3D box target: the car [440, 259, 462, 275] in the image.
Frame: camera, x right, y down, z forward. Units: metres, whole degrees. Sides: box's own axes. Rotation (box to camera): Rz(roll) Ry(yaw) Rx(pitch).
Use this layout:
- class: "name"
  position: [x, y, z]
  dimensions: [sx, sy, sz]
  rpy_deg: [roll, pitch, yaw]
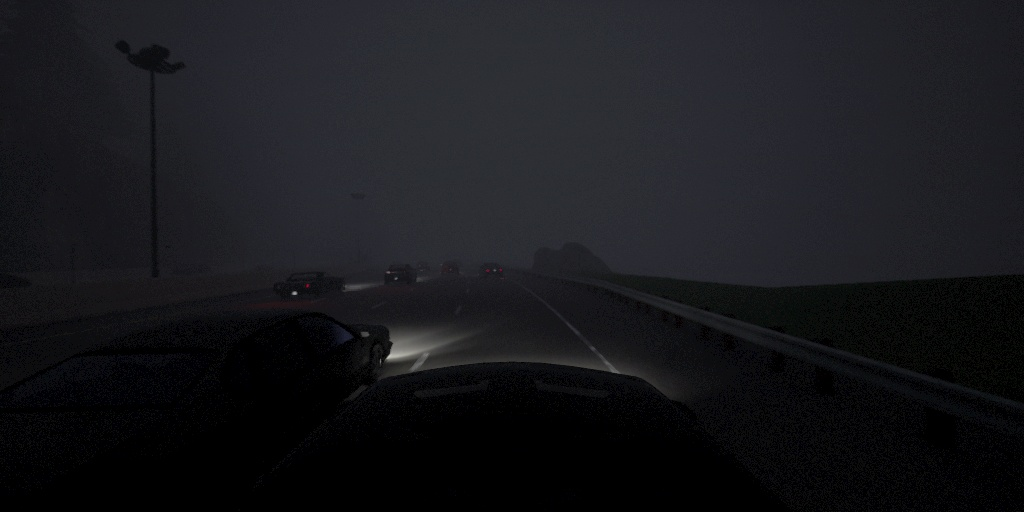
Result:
- class: "car"
  position: [-7.228, 1.332, 41.535]
  dimensions: [1.882, 1.535, 5.008]
  rpy_deg: [0, 0, -12]

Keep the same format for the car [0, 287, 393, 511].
- class: "car"
  position: [-2.980, 1.337, 4.037]
  dimensions: [2.033, 1.411, 5.357]
  rpy_deg: [-1, 0, -2]

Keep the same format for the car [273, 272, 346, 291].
- class: "car"
  position: [-10.713, 1.496, 19.446]
  dimensions: [1.895, 1.301, 4.718]
  rpy_deg: [-1, 0, -6]

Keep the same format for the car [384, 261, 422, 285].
- class: "car"
  position: [-8.418, 1.359, 27.344]
  dimensions: [2.128, 1.511, 4.902]
  rpy_deg: [-1, 0, -8]

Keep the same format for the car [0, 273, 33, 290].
- class: "car"
  position: [-28.902, 1.640, 18.913]
  dimensions: [1.837, 1.490, 4.892]
  rpy_deg: [-1, 0, -5]

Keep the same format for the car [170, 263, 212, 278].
- class: "car"
  position: [-35.767, 1.536, 40.129]
  dimensions: [1.837, 1.490, 4.892]
  rpy_deg: [-1, 0, -13]

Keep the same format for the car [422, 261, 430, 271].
- class: "car"
  position: [-13.435, 1.487, 53.935]
  dimensions: [2.033, 1.411, 5.357]
  rpy_deg: [-1, 0, -18]

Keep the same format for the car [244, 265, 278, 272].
- class: "car"
  position: [-28.852, 1.740, 41.269]
  dimensions: [1.895, 1.301, 4.718]
  rpy_deg: [-1, 0, -13]

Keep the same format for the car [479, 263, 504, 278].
- class: "car"
  position: [-2.067, 1.332, 34.664]
  dimensions: [2.033, 1.411, 5.357]
  rpy_deg: [-1, 0, -12]
